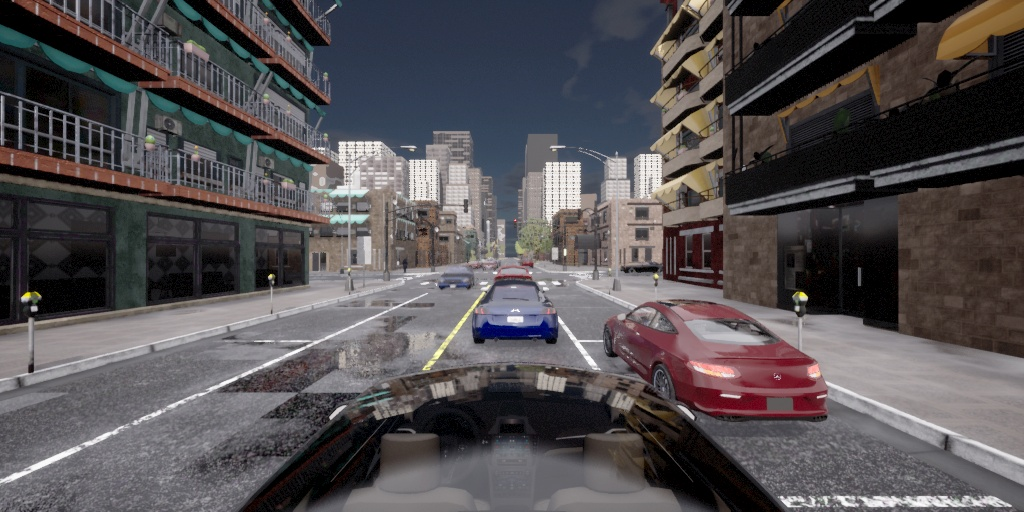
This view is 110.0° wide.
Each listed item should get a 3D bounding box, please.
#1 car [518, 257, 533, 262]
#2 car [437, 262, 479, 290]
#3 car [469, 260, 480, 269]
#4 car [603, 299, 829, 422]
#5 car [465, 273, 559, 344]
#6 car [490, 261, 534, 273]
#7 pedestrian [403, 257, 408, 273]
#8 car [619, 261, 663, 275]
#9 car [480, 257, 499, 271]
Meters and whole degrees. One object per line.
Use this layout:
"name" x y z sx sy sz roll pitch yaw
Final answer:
"car" 2.581 1.114 60.420 2.192 1.841 5.009 0 0 0
"car" -3.399 1.307 22.635 2.033 1.411 5.357 0 0 -2
"car" -5.877 1.336 54.883 1.888 1.381 4.507 0 0 0
"car" 2.682 1.333 5.669 1.802 1.307 4.207 0 0 0
"car" 0.080 1.317 9.624 1.994 1.385 4.181 0 0 0
"car" 0.067 1.235 18.610 1.882 1.535 5.008 0 0 0
"pedestrian" -12.587 1.061 42.130 0.375 1.860 0.375 0 0 0
"car" 13.496 1.200 36.651 4.718 1.301 1.895 -1 0 0
"car" -3.178 1.312 51.374 1.812 1.442 4.674 0 0 0
